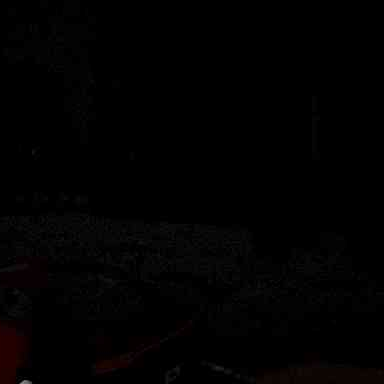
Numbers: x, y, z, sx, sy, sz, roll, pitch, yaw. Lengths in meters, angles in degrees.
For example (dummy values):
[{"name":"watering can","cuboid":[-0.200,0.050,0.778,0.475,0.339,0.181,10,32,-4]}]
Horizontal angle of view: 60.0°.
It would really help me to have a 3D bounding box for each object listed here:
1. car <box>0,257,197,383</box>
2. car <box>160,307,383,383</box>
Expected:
[{"name":"car","cuboid":[-1.993,1.556,4.384,4.507,1.381,1.887,0,0,35]},{"name":"car","cuboid":[2.296,1.523,1.325,4.829,1.417,1.752,0,0,35]}]
